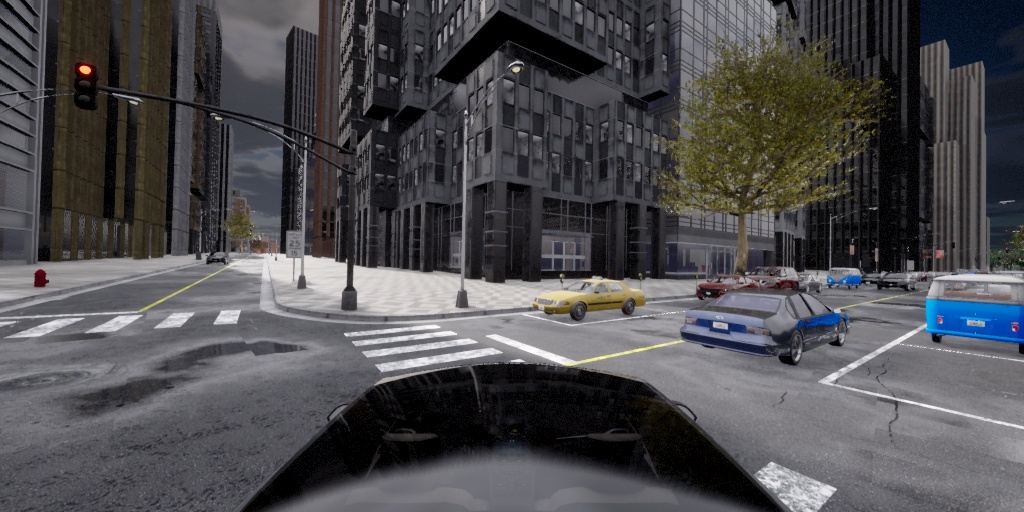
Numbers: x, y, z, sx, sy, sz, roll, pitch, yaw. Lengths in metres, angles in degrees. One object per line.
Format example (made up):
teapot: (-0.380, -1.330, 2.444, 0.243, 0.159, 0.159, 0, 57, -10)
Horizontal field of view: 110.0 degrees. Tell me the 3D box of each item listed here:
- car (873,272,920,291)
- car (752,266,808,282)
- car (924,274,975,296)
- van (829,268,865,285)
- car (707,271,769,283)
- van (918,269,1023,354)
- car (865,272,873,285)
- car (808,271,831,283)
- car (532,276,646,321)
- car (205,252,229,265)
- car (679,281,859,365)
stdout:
car: (33.346, 2.178, 31.061, 4.892, 1.490, 1.837, 2, -1, -35)
car: (16.117, 1.574, 22.443, 5.009, 1.841, 2.192, 0, 0, -35)
car: (33.516, 2.182, 27.443, 5.357, 1.411, 2.033, 2, -1, -34)
van: (29.140, 1.942, 31.501, 3.998, 1.789, 1.690, 0, 0, -35)
car: (11.776, 1.692, 19.424, 4.507, 1.381, 1.888, 0, 0, -35)
van: (12.390, 1.385, 9.467, 3.998, 1.789, 1.690, 0, 0, -35)
car: (37.821, 2.397, 37.539, 4.313, 1.339, 1.948, 0, 0, -35)
car: (20.458, 1.923, 25.462, 4.403, 1.370, 2.007, 0, 0, -35)
car: (2.949, 1.448, 13.292, 4.829, 1.417, 1.751, 0, 0, -35)
car: (-35.415, 0.241, 43.196, 1.837, 1.490, 4.892, 2, 0, -35)
car: (6.167, 1.469, 8.503, 5.357, 1.411, 2.033, 1, -1, -35)
